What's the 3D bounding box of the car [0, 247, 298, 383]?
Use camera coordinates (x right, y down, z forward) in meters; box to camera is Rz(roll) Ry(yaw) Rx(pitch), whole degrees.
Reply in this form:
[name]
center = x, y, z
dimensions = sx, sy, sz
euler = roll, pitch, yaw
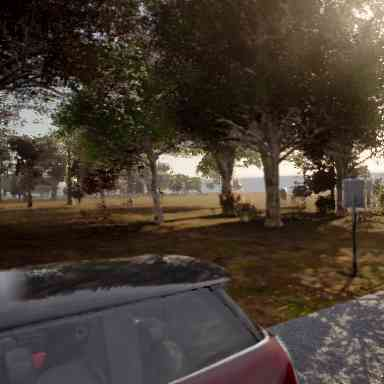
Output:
[car]
center = -1.414, 1.348, 1.988
dimensions = 4.553, 1.767, 2.097
euler = 0, 0, -35
